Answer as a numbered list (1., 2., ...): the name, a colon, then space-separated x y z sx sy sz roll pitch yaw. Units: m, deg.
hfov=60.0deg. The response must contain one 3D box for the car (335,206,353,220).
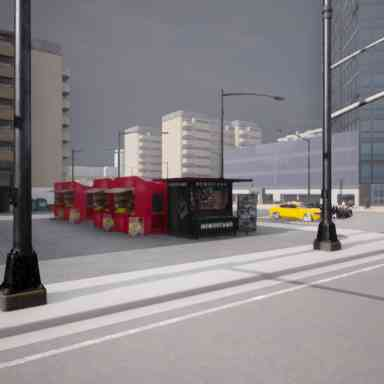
1. car: 11.514 1.596 29.310 1.882 1.535 5.008 0 -1 -36

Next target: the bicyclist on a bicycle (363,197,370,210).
1. bicyclist on a bicycle: 22.311 1.465 42.485 1.656 1.620 0.582 0 0 -36

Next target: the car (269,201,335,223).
1. car: 8.653 1.593 27.265 1.882 1.535 5.008 0 0 -36
